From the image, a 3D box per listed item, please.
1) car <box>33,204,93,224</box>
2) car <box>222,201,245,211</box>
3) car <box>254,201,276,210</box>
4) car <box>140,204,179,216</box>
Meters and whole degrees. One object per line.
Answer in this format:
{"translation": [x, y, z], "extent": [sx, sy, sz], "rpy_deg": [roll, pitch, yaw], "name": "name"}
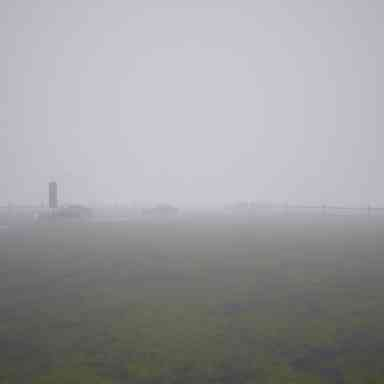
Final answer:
{"translation": [-10.542, 1.747, 27.468], "extent": [2.128, 1.511, 4.902], "rpy_deg": [-1, -1, 35], "name": "car"}
{"translation": [6.537, 2.095, 51.512], "extent": [1.882, 1.535, 5.008], "rpy_deg": [-1, -2, 36], "name": "car"}
{"translation": [11.972, 2.181, 54.207], "extent": [2.033, 1.411, 5.357], "rpy_deg": [-1, -1, 35], "name": "car"}
{"translation": [-3.612, 2.004, 37.268], "extent": [1.895, 1.301, 4.718], "rpy_deg": [-1, -1, 35], "name": "car"}
